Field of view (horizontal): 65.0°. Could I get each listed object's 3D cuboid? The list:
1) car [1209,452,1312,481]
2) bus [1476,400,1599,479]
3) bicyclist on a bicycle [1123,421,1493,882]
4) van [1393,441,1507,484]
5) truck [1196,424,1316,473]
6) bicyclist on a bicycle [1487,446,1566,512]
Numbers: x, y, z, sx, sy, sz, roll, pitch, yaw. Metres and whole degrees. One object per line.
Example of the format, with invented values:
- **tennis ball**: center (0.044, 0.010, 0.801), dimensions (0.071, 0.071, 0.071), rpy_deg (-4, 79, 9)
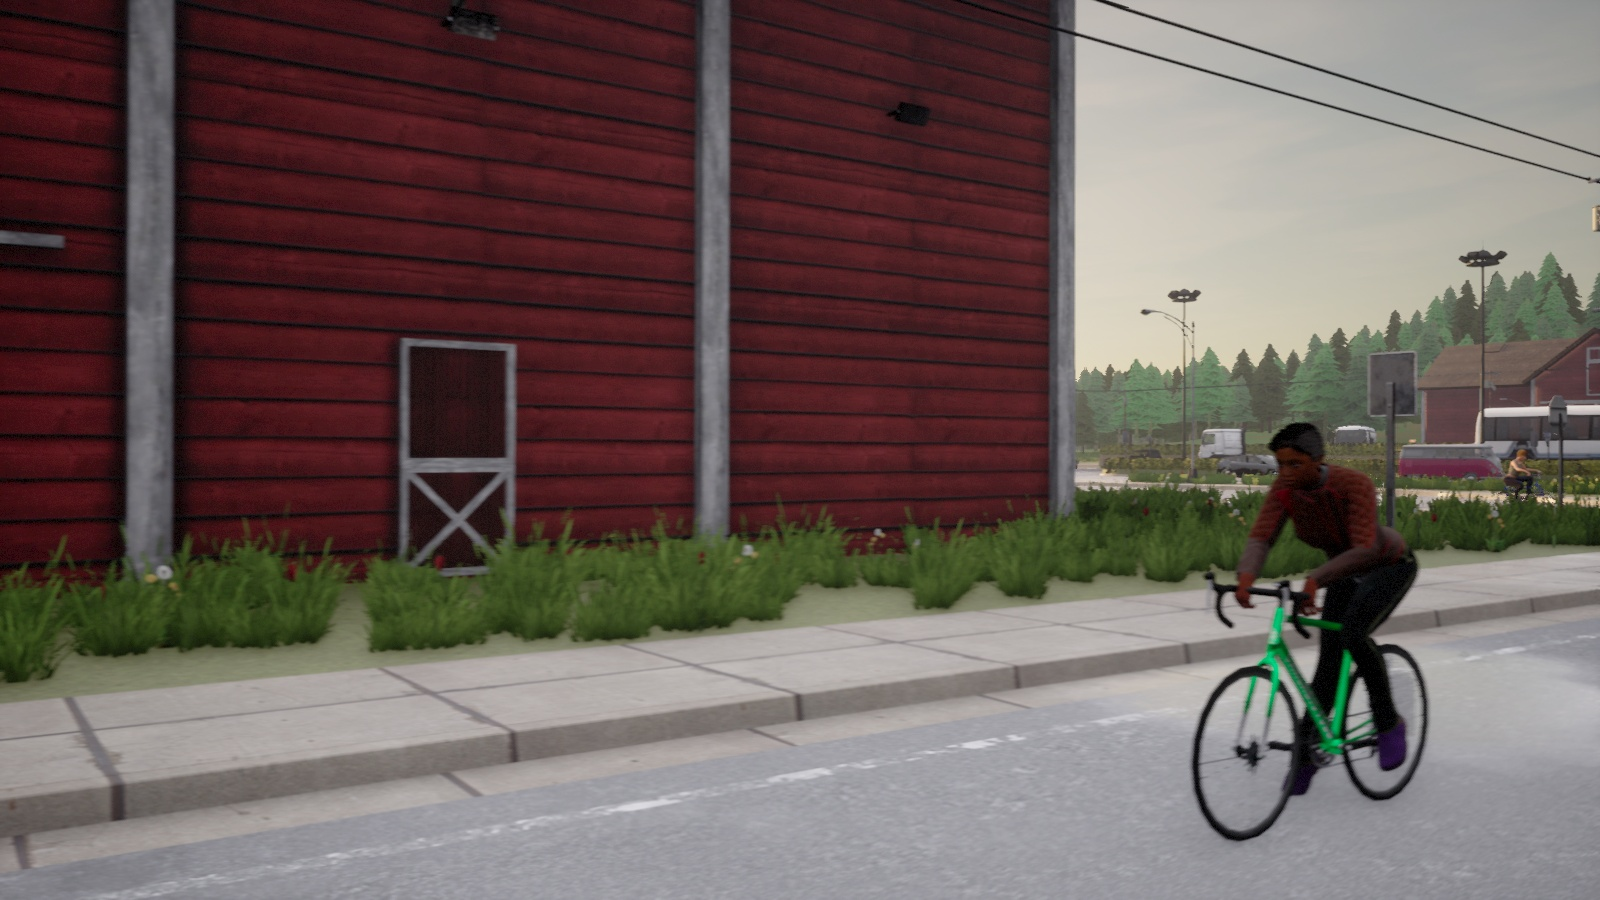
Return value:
- **car**: center (24.717, 0.858, 67.566), dimensions (2.163, 1.488, 4.792), rpy_deg (0, 0, -35)
- **bus**: center (44.002, -0.552, 70.205), dimensions (3.944, 4.253, 10.273), rpy_deg (0, 0, -35)
- **bicyclist on a bicycle**: center (2.108, 0.706, 5.128), dimensions (1.656, 1.620, 0.582), rpy_deg (0, 0, -35)
- **van**: center (30.763, 0.578, 59.504), dimensions (1.775, 1.987, 4.442), rpy_deg (0, 0, -42)
- **truck**: center (33.171, -0.082, 91.665), dimensions (2.891, 3.462, 7.936), rpy_deg (0, 0, -35)
- **bicyclist on a bicycle**: center (18.481, 0.721, 31.966), dimensions (0.866, 1.612, 1.509), rpy_deg (0, 0, -36)
